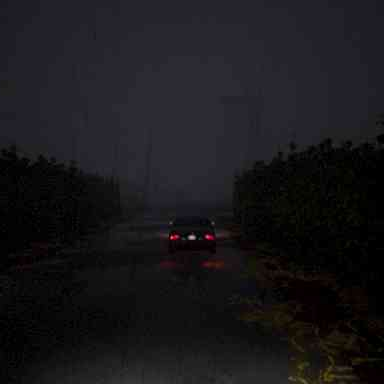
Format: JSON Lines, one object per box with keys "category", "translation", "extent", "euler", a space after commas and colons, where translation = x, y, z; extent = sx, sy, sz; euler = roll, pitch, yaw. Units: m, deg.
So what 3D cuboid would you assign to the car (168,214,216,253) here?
{"category": "car", "translation": [-0.002, 1.623, 13.978], "extent": [2.033, 1.411, 5.357], "euler": [0, 0, 0]}
